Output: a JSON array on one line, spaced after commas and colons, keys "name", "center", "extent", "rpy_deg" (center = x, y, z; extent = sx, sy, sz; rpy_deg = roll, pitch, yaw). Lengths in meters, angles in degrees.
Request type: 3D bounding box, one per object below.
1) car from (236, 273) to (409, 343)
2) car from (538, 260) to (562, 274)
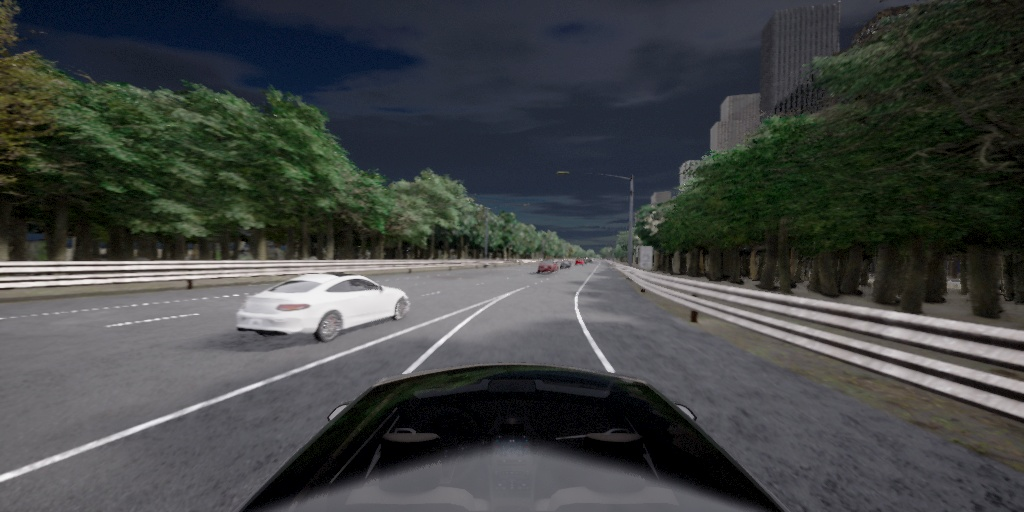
[{"name": "car", "center": [-4.524, 1.172, 9.362], "extent": [1.812, 1.442, 4.674], "rpy_deg": [1, 0, 14]}, {"name": "car", "center": [4.610, 1.285, 45.296], "extent": [2.097, 1.767, 4.553], "rpy_deg": [1, 0, 14]}]
